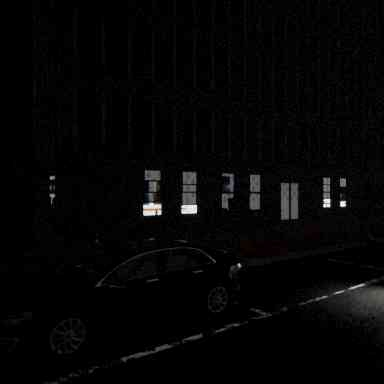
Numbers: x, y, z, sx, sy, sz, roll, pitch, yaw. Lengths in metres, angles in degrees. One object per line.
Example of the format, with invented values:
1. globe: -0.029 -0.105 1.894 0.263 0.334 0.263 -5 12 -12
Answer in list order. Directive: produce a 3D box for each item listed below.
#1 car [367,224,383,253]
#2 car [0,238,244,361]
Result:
1. car: 8.237 1.582 12.437 4.206 1.307 1.802 0 0 -36
2. car: -1.030 1.551 5.825 4.403 1.369 2.008 0 0 -36
